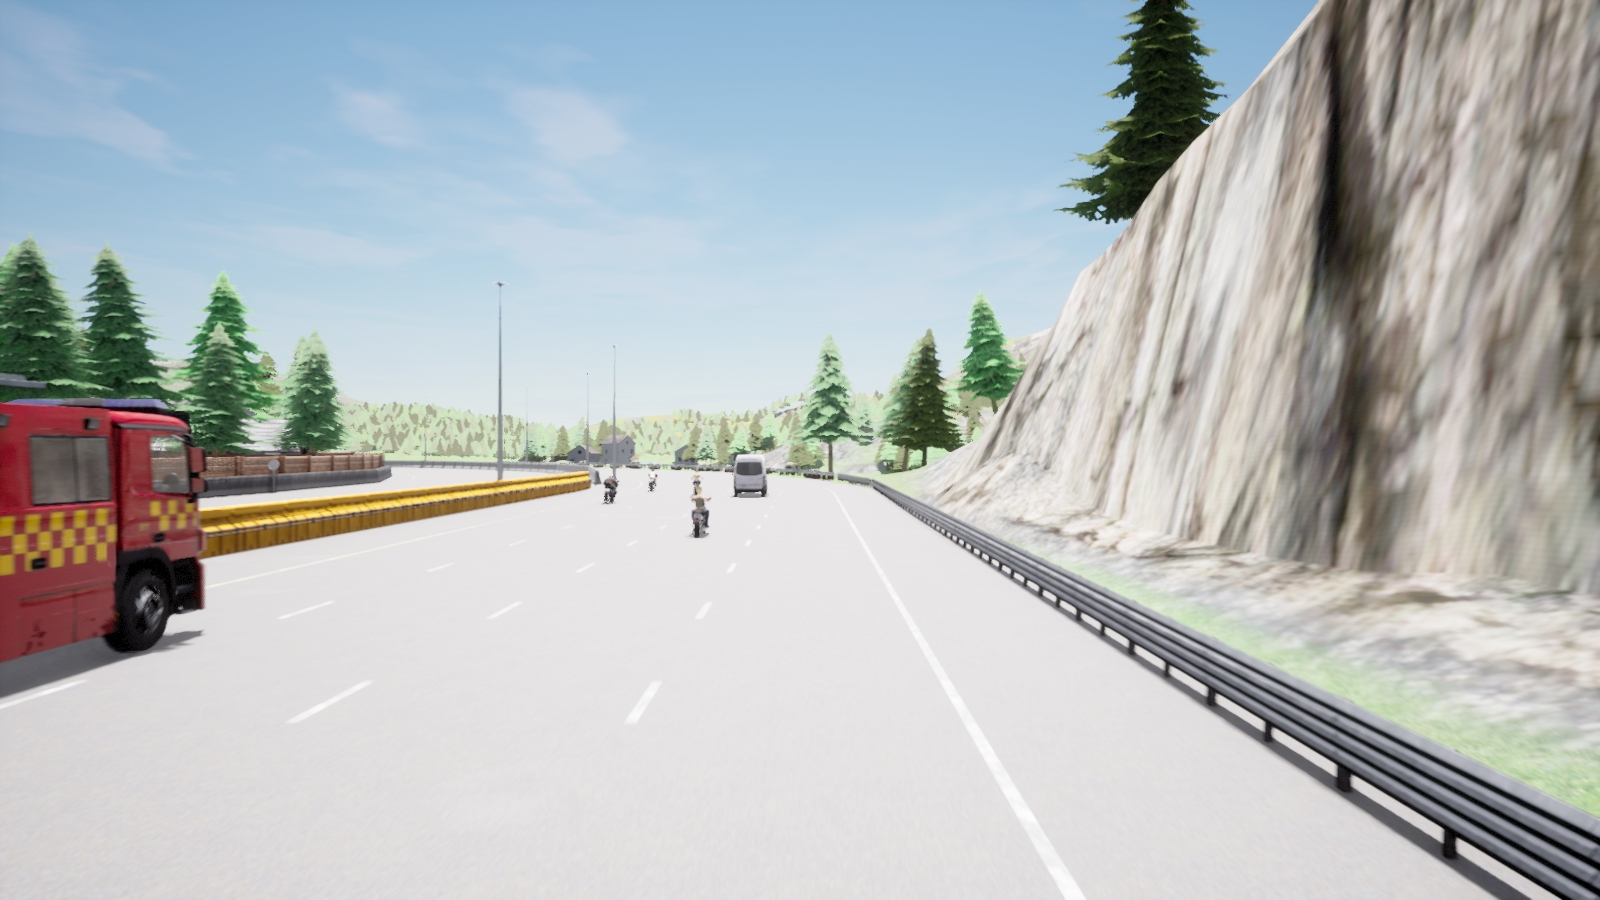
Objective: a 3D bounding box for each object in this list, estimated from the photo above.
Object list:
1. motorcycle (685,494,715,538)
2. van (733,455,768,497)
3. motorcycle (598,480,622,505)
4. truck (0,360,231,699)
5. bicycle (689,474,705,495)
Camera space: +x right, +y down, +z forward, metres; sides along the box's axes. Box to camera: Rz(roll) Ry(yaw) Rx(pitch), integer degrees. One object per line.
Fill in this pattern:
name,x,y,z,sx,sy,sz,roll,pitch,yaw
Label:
motorcycle,-3.304,2.171,37.867,0.764,1.325,2.356,0,0,0
van,-3.080,1.582,71.780,1.988,2.561,5.915,0,0,0
motorcycle,-10.116,2.245,60.917,0.867,1.251,2.209,0,0,1
truck,-10.478,0.899,13.874,2.891,3.827,8.468,0,0,0
bicycle,-6.517,2.196,72.228,0.859,1.295,1.487,0,0,0
